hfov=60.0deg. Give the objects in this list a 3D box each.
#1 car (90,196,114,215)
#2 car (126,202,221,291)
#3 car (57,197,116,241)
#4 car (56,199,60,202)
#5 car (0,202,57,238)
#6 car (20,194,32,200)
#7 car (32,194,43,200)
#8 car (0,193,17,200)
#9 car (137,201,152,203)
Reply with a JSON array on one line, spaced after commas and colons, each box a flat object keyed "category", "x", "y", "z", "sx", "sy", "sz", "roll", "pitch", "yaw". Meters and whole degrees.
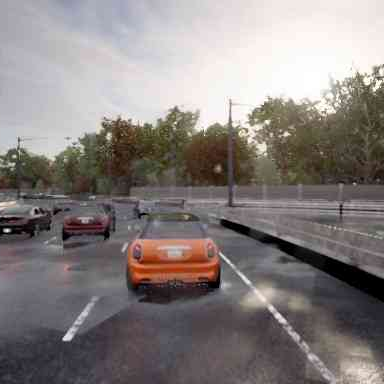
[{"category": "car", "x": -9.112, "y": 1.286, "z": 33.337, "sx": 2.097, "sy": 1.767, "sz": 4.553, "roll": 0, "pitch": 0, "yaw": -18}, {"category": "car", "x": -0.559, "y": 1.332, "z": 9.160, "sx": 2.097, "sy": 1.767, "sz": 4.553, "roll": 0, "pitch": 0, "yaw": -5}, {"category": "car", "x": -5.071, "y": 1.318, "z": 16.858, "sx": 2.097, "sy": 1.767, "sz": 4.553, "roll": 0, "pitch": 0, "yaw": -9}, {"category": "car", "x": -12.712, "y": 1.428, "z": 33.113, "sx": 2.128, "sy": 1.511, "sz": 4.902, "roll": 0, "pitch": 0, "yaw": -19}, {"category": "car", "x": -8.673, "y": 1.472, "z": 17.355, "sx": 1.837, "sy": 1.490, "sz": 4.892, "roll": 0, "pitch": 0, "yaw": -9}, {"category": "car", "x": -42.881, "y": 1.202, "z": 83.314, "sx": 4.892, "sy": 1.490, "sz": 1.837, "roll": 0, "pitch": 0, "yaw": 38}, {"category": "car", "x": -40.638, "y": 1.234, "z": 86.000, "sx": 5.357, "sy": 1.411, "sz": 2.033, "roll": 0, "pitch": 0, "yaw": 38}, {"category": "car", "x": -45.101, "y": 1.065, "z": 80.608, "sx": 4.553, "sy": 1.767, "sz": 2.097, "roll": 0, "pitch": 0, "yaw": 38}, {"category": "car", "x": -4.144, "y": 1.487, "z": 29.407, "sx": 2.033, "sy": 1.411, "sz": 5.357, "roll": 0, "pitch": 0, "yaw": -16}]
